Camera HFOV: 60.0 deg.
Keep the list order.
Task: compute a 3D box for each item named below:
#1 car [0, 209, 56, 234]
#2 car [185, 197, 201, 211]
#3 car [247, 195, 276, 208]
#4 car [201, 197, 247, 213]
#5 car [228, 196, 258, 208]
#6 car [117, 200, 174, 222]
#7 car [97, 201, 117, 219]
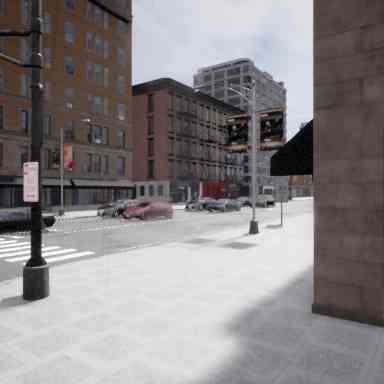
[{"bbox_3d":[-9.606,1.565,17.011,1.895,1.301,4.718,0,0,35],"label":"car"},{"bbox_3d":[1.170,1.365,37.955,2.128,1.511,4.902,0,0,35],"label":"car"},{"bbox_3d":[9.271,1.178,43.760,2.097,1.767,4.553,0,0,36],"label":"car"},{"bbox_3d":[3.539,1.416,35.677,2.033,1.411,5.357,0,0,35],"label":"car"},{"bbox_3d":[7.213,1.375,46.475,2.033,1.411,5.357,0,0,36],"label":"car"},{"bbox_3d":[-3.299,1.444,25.970,1.812,1.442,4.674,0,0,35],"label":"car"},{"bbox_3d":[-5.753,1.416,28.128,2.128,1.511,4.902,0,0,35],"label":"car"}]
